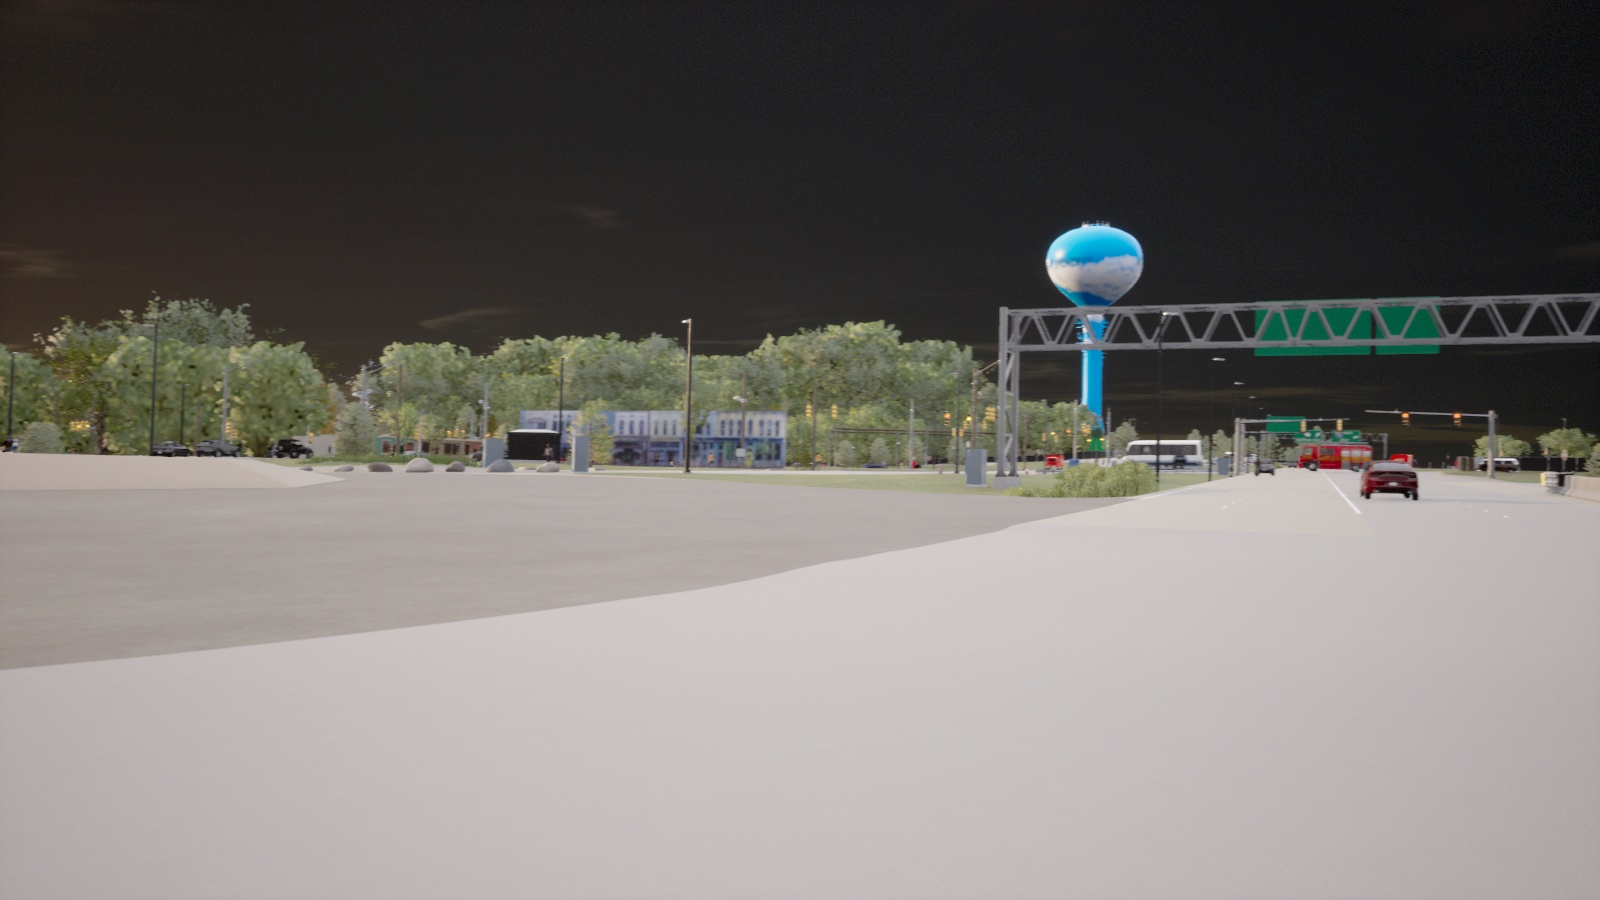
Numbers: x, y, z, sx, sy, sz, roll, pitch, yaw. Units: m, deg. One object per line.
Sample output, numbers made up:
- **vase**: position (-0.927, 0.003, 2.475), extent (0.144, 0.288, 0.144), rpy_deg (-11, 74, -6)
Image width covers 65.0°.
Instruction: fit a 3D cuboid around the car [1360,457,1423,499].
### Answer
- **car**: position (23.389, 1.061, 49.798), extent (1.882, 1.535, 5.008), rpy_deg (1, 0, 21)
